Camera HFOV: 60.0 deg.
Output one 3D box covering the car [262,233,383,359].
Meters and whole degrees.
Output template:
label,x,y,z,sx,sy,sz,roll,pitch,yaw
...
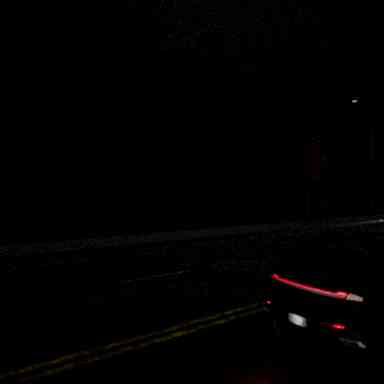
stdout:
label,x,y,z,sx,sy,sz,roll,pitch,yaw
car,3.381,1.491,5.849,4.902,1.511,2.128,0,0,-35
